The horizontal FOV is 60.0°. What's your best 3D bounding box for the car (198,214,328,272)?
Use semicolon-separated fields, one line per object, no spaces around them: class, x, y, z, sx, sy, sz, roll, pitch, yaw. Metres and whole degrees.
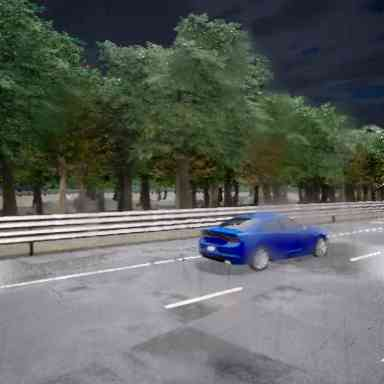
car;2.481;1.455;10.870;5.008;1.535;1.882;0;0;-38
